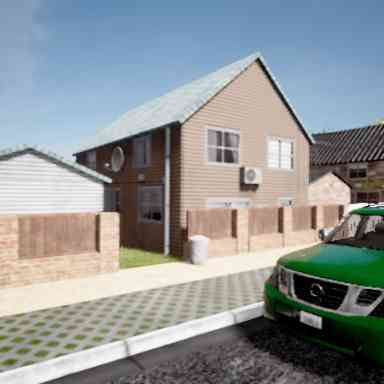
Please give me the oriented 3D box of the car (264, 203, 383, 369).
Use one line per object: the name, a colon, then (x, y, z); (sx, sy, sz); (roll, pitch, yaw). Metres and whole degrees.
car: (3.723, 1.239, 5.726); (5.566, 2.045, 2.150); (0, 0, -35)
